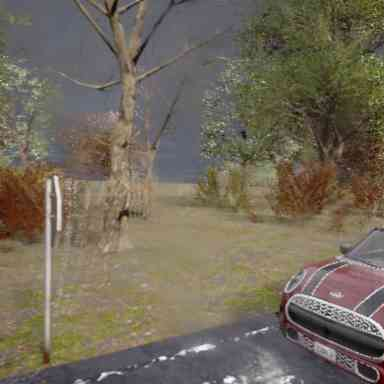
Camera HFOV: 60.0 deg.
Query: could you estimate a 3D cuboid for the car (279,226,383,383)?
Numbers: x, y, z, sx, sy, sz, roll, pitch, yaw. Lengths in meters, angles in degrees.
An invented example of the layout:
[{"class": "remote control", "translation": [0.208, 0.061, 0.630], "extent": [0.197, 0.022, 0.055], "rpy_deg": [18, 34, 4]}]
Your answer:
[{"class": "car", "translation": [3.515, 1.306, 5.092], "extent": [4.553, 1.767, 2.097], "rpy_deg": [0, 1, -31]}]
